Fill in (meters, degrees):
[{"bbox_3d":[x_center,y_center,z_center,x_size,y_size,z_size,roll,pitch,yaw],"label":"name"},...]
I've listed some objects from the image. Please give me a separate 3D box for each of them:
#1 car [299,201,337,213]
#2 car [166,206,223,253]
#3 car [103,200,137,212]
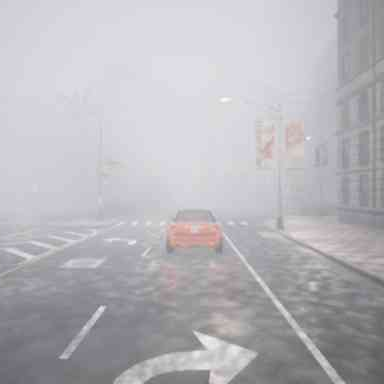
[{"bbox_3d":[14.675,1.708,38.656,4.181,1.385,1.994,0,0,-1],"label":"car"},{"bbox_3d":[0.097,1.405,14.042,2.097,1.767,4.553,0,0,0],"label":"car"},{"bbox_3d":[-8.953,1.700,41.089,2.033,1.411,5.357,0,0,-44],"label":"car"}]
